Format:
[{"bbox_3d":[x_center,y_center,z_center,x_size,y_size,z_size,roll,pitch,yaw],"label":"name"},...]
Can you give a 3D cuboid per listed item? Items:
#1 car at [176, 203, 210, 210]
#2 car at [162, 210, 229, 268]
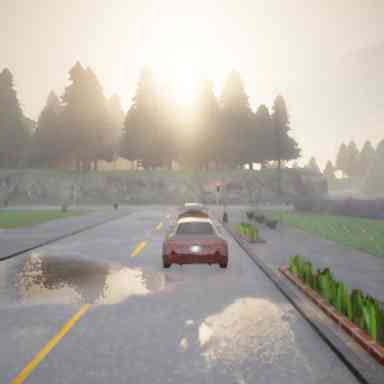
[{"bbox_3d":[0.092,1.443,21.149,1.837,1.490,4.892,0,0,0],"label":"car"},{"bbox_3d":[0.096,1.531,11.180,1.994,1.385,4.181,0,0,0],"label":"car"}]
